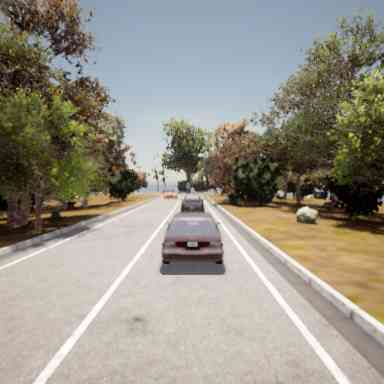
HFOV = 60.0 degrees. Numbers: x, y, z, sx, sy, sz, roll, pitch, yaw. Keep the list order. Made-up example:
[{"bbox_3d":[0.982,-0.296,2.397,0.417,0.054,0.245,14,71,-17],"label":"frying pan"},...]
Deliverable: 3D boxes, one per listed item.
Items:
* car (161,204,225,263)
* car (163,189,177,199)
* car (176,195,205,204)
[{"bbox_3d":[0.032,1.360,11.140,2.033,1.411,5.357,0,1,0],"label":"car"},{"bbox_3d":[-3.553,0.290,54.890,2.097,1.767,4.553,0,1,0],"label":"car"},{"bbox_3d":[0.057,0.972,28.255,2.128,1.511,4.902,0,1,0],"label":"car"}]
